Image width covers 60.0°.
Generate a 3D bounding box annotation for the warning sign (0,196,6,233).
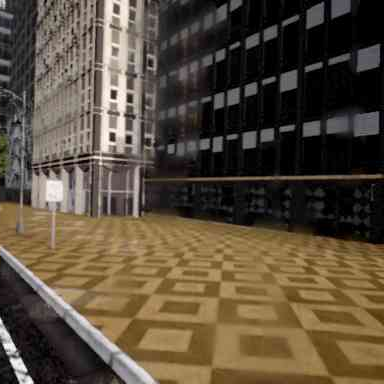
[{"bbox_3d":[-10.284,1.107,16.849,1.300,1.860,1.060,3,-1,-38],"label":"warning sign"}]
